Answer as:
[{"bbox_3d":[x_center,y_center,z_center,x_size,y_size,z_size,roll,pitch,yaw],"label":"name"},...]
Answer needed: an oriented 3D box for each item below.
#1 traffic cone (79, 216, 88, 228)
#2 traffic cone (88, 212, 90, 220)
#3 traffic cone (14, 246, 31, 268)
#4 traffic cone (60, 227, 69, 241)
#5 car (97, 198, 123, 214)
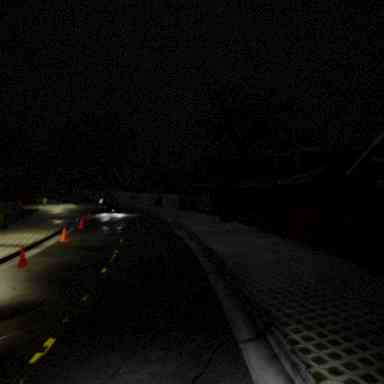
[{"bbox_3d":[-6.439,1.798,19.405,0.340,0.580,0.340,0,1,-11],"label":"traffic cone"},{"bbox_3d":[-7.513,1.755,24.169,0.340,0.580,0.340,0,1,-14],"label":"traffic cone"},{"bbox_3d":[-4.966,1.888,9.752,0.340,0.580,0.340,0,1,-6],"label":"traffic cone"},{"bbox_3d":[-5.589,1.842,14.596,0.340,0.580,0.340,0,1,-9],"label":"traffic cone"},{"bbox_3d":[-8.103,1.267,32.433,2.033,1.411,5.357,0,1,-22],"label":"car"}]
